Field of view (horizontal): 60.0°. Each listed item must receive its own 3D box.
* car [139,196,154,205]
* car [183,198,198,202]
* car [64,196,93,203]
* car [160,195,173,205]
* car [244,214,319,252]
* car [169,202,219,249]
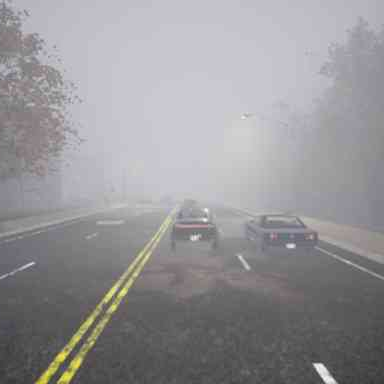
[{"bbox_3d":[-7.135,1.298,52.696,1.895,1.301,4.718,0,0,-1],"label":"car"},{"bbox_3d":[-0.171,1.340,32.102,1.812,1.442,4.674,0,0,-1],"label":"car"},{"bbox_3d":[-20.740,1.462,61.873,4.313,1.339,1.947,-1,2,-1],"label":"car"},{"bbox_3d":[-3.873,1.183,51.134,1.882,1.535,5.008,0,0,-1],"label":"car"},{"bbox_3d":[3.328,1.523,13.415,1.895,1.301,4.718,0,0,0],"label":"car"},{"bbox_3d":[0.074,1.409,14.154,2.128,1.511,4.902,0,0,0],"label":"car"}]
